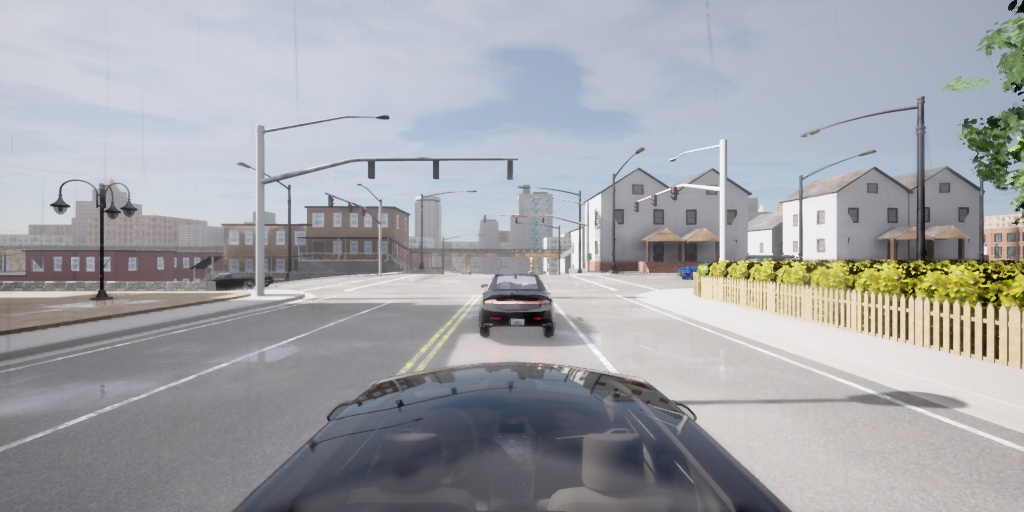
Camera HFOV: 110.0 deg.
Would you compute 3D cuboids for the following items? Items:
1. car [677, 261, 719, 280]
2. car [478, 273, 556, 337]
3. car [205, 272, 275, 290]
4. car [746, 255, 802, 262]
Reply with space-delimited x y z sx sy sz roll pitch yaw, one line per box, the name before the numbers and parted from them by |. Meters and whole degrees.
car | 16.655 1.228 30.356 5.008 1.535 1.882 0 0 -1
car | 0.114 1.242 10.311 2.128 1.511 4.902 0 0 0
car | -20.153 1.858 26.187 4.718 1.301 1.895 -4 0 -1
car | 20.176 0.971 26.700 5.566 2.045 2.150 0 0 -1
